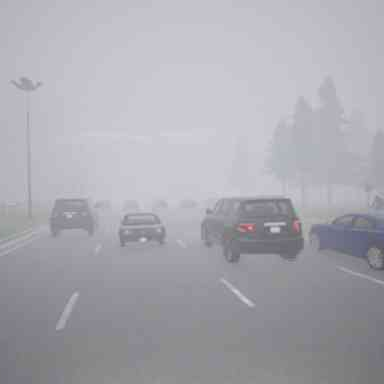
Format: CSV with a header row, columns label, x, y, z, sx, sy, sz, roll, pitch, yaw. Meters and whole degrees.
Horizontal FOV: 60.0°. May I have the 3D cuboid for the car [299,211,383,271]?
label,x,y,z,sx,sy,sz,roll,pitch,yaw
car,5.581,1.328,10.469,1.882,1.535,5.008,-1,0,-9

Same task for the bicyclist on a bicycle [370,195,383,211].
label,x,y,z,sx,sy,sz,roll,pitch,yaw
bicyclist on a bicycle,11.390,0.902,19.507,1.656,1.620,0.582,15,17,-27

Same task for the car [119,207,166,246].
label,x,y,z,sx,sy,sz,roll,pitch,yaw
car,-2.384,1.628,15.534,1.895,1.301,4.718,-1,0,-11

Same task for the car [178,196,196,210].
label,x,y,z,sx,sy,sz,roll,pitch,yaw
car,-0.617,1.428,42.435,2.128,1.511,4.902,-1,0,-11

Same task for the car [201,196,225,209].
label,x,y,z,sx,sy,sz,roll,pitch,yaw
car,2.691,1.361,43.729,1.837,1.490,4.892,-1,0,-11

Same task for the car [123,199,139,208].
label,x,y,z,sx,sy,sz,roll,pitch,yaw
car,-7.550,1.592,41.416,2.128,1.511,4.902,-1,0,-11

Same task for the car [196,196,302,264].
label,x,y,z,sx,sy,sz,roll,pitch,yaw
car,1.849,1.155,11.887,2.150,2.045,5.566,-1,0,-10

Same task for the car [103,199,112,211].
label,x,y,z,sx,sy,sz,roll,pitch,yaw
car,-11.694,1.669,44.250,1.882,1.535,5.008,-1,0,-11

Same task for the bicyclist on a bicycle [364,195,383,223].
label,x,y,z,sx,sy,sz,roll,pitch,yaw
bicyclist on a bicycle,11.274,1.007,20.184,1.656,1.620,0.582,-1,3,-25

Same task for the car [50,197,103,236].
label,x,y,z,sx,sy,sz,roll,pitch,yaw
car,-6.738,1.342,19.546,2.150,2.045,5.566,-1,0,-11

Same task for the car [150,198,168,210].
label,x,y,z,sx,sy,sz,roll,pitch,yaw
car,-4.139,1.524,42.203,1.837,1.490,4.892,-1,0,-11

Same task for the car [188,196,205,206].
label,x,y,z,sx,sy,sz,roll,pitch,yaw
car,0.642,1.412,53.421,1.812,1.442,4.674,-1,0,-11
